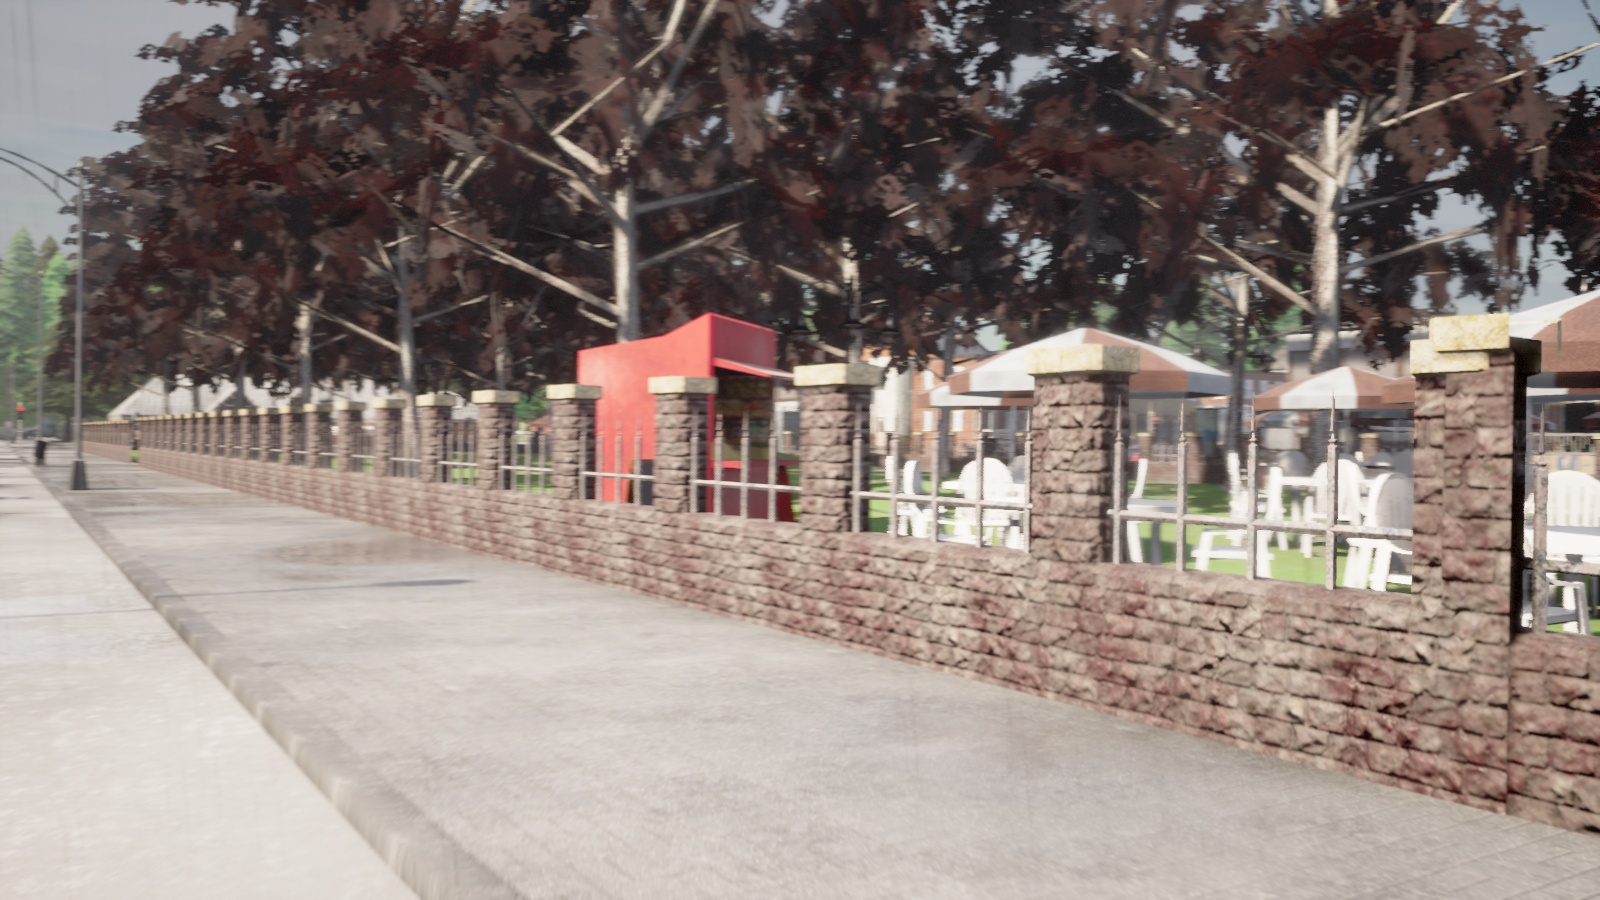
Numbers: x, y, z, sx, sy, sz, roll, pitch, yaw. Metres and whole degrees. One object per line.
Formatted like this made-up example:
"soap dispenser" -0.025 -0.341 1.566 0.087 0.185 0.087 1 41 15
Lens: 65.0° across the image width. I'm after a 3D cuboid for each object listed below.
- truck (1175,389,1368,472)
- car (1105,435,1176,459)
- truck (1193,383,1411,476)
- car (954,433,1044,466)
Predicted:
"truck" 20.998 -0.851 56.456 2.891 3.462 7.936 -1 1 -33
"car" 23.676 -0.221 87.200 4.856 1.649 2.033 -1 1 -33
"truck" 20.024 -0.795 50.614 2.891 3.462 7.936 -1 1 -33
"car" 10.318 -0.047 65.483 2.242 1.667 4.611 -1 1 -30
